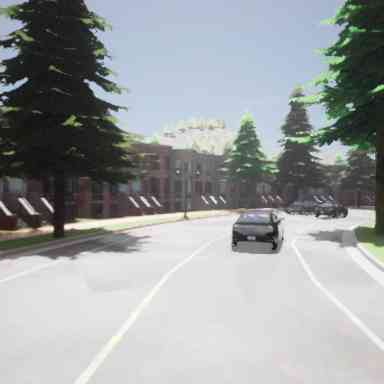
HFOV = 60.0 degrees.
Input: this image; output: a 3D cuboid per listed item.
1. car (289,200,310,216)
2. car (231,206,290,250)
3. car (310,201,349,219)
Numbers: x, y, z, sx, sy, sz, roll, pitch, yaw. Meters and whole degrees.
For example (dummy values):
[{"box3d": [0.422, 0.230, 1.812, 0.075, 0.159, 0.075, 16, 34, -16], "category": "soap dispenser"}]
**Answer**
[{"box3d": [11.598, 1.643, 34.895, 4.892, 1.490, 1.837, 1, -1, -44], "category": "car"}, {"box3d": [3.029, 1.535, 14.823, 2.128, 1.511, 4.902, 0, 0, 19], "category": "car"}, {"box3d": [13.147, 1.672, 31.262, 1.812, 1.442, 4.674, 0, 0, 43], "category": "car"}]
